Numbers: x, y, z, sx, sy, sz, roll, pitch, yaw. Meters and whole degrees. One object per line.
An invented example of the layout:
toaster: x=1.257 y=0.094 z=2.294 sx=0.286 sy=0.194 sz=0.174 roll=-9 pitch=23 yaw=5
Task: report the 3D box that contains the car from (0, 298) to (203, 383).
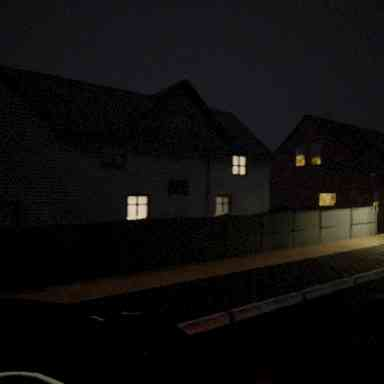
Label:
car: x=-2.095 y=1.508 z=1.568 sx=4.892 sy=1.490 sz=1.837 roll=1 pitch=0 yaw=-35
